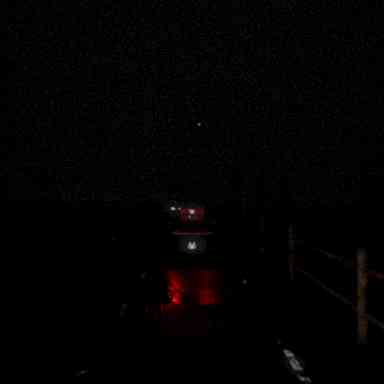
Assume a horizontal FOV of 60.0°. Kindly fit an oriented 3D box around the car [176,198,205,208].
[{"bbox_3d":[0.004,1.647,28.419,2.097,1.767,4.553,0,-1,0],"label":"car"}]

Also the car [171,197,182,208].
[{"bbox_3d":[-2.804,1.918,63.327,2.150,2.045,5.566,0,-1,1],"label":"car"}]

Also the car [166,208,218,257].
[{"bbox_3d":[0.011,1.631,13.506,2.128,1.511,4.902,0,0,0],"label":"car"}]
